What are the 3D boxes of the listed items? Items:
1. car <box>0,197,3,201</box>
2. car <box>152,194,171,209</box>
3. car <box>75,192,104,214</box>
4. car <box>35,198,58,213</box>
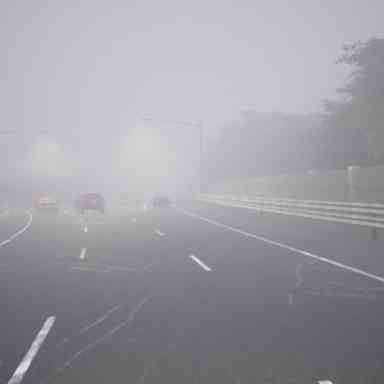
[{"bbox_3d":[-46.093,1.788,77.435,4.902,1.511,2.128,-1,1,30],"label":"car"},{"bbox_3d":[-3.528,0.997,37.935,1.882,1.535,5.008,-2,1,-9],"label":"car"},{"bbox_3d":[-10.255,1.033,33.157,2.150,2.045,5.566,-2,1,-26],"label":"car"},{"bbox_3d":[-15.797,1.420,36.036,1.882,1.535,5.008,-2,1,-29],"label":"car"}]
